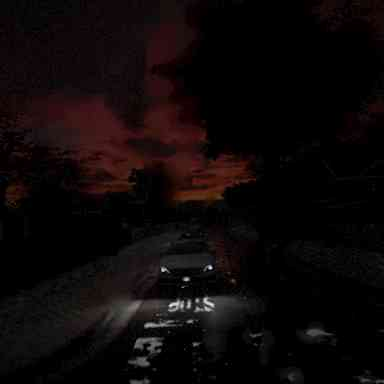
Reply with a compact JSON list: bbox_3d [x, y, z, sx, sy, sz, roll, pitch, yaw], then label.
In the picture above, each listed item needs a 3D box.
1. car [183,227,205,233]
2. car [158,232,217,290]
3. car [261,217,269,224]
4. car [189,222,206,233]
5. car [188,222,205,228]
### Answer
[{"bbox_3d":[0.100,3.225,21.571,1.895,1.301,4.718,-3,-4,1],"label":"car"},{"bbox_3d":[-0.100,2.438,12.058,1.812,1.442,4.674,-3,-4,2],"label":"car"},{"bbox_3d":[19.784,7.394,86.333,2.097,1.767,4.553,-7,-7,40],"label":"car"},{"bbox_3d":[0.845,4.957,47.340,1.895,1.301,4.718,-3,-4,5],"label":"car"},{"bbox_3d":[0.304,3.939,32.043,1.812,1.442,4.674,-3,-4,2],"label":"car"}]
